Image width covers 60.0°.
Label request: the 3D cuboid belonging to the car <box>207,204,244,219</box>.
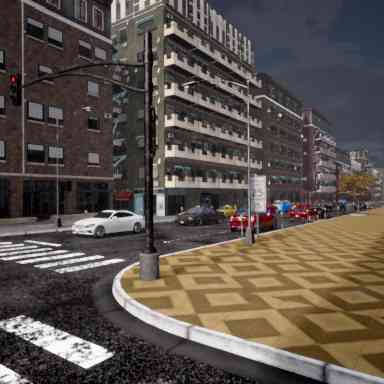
[{"bbox_3d":[3.703,2.090,36.055,1.752,1.417,4.829,-2,-2,35],"label":"car"}]

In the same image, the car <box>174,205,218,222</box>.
[{"bbox_3d":[0.471,2.002,31.422,1.752,1.417,4.829,-2,-2,35],"label":"car"}]

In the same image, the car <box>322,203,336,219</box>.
[{"bbox_3d":[13.854,2.141,36.075,1.947,1.339,4.313,-2,-2,35],"label":"car"}]

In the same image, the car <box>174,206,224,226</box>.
[{"bbox_3d":[0.791,1.950,27.385,2.033,1.411,5.357,-1,-1,35],"label":"car"}]

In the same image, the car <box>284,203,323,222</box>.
[{"bbox_3d":[10.622,2.032,31.442,1.887,1.381,4.507,-2,-2,35],"label":"car"}]

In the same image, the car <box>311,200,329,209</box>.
[{"bbox_3d":[26.421,2.501,68.636,2.192,1.841,5.009,-2,-2,35],"label":"car"}]

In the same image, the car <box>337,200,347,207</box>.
[{"bbox_3d":[39.252,2.882,87.108,1.690,1.788,3.998,-2,-2,35],"label":"car"}]

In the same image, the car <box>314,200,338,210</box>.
[{"bbox_3d":[18.927,2.287,47.802,2.128,1.511,4.902,-1,-1,35],"label":"car"}]

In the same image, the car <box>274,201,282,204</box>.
[{"bbox_3d":[10.264,2.289,45.461,1.887,1.381,4.507,-2,-2,35],"label":"car"}]

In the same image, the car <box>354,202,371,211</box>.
[{"bbox_3d":[30.013,2.583,59.243,1.947,1.339,4.313,-2,-2,35],"label":"car"}]

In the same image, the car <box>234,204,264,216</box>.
[{"bbox_3d":[7.033,2.222,40.827,1.947,1.339,4.313,-2,-2,35],"label":"car"}]

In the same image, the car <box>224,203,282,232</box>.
[{"bbox_3d":[4.157,1.751,22.178,1.967,1.590,4.097,-2,-2,35],"label":"car"}]

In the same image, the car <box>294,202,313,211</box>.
[{"bbox_3d":[19.960,2.554,59.362,1.887,1.381,4.507,-2,-2,35],"label":"car"}]

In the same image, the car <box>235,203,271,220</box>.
[{"bbox_3d":[6.575,2.038,35.664,1.882,1.535,5.008,-1,-1,35],"label":"car"}]

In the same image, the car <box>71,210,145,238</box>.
[{"bbox_3d":[-4.731,1.778,19.454,1.812,1.442,4.674,-1,-1,34],"label":"car"}]

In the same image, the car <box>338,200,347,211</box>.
[{"bbox_3d":[24.886,2.463,56.340,1.837,1.490,4.892,-1,-1,35],"label":"car"}]

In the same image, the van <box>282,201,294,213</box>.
[{"bbox_3d":[13.494,2.174,50.101,1.690,1.788,3.998,-2,-2,35],"label":"van"}]

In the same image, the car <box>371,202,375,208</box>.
[{"bbox_3d":[36.477,2.745,68.510,2.008,1.369,4.403,-2,-2,35],"label":"car"}]
